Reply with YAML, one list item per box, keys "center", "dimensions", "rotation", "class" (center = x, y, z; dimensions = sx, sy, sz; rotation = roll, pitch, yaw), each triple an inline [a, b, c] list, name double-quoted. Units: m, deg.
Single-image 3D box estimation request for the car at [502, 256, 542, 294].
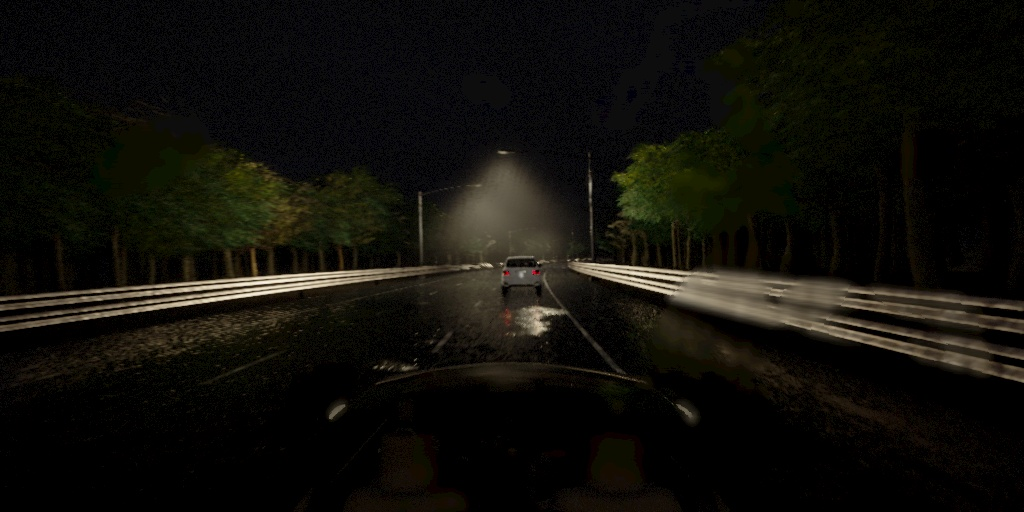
- center: [0.601, 1.052, 21.165]
  dimensions: [2.150, 2.045, 5.566]
  rotation: [-2, -1, 3]
  class: "car"
